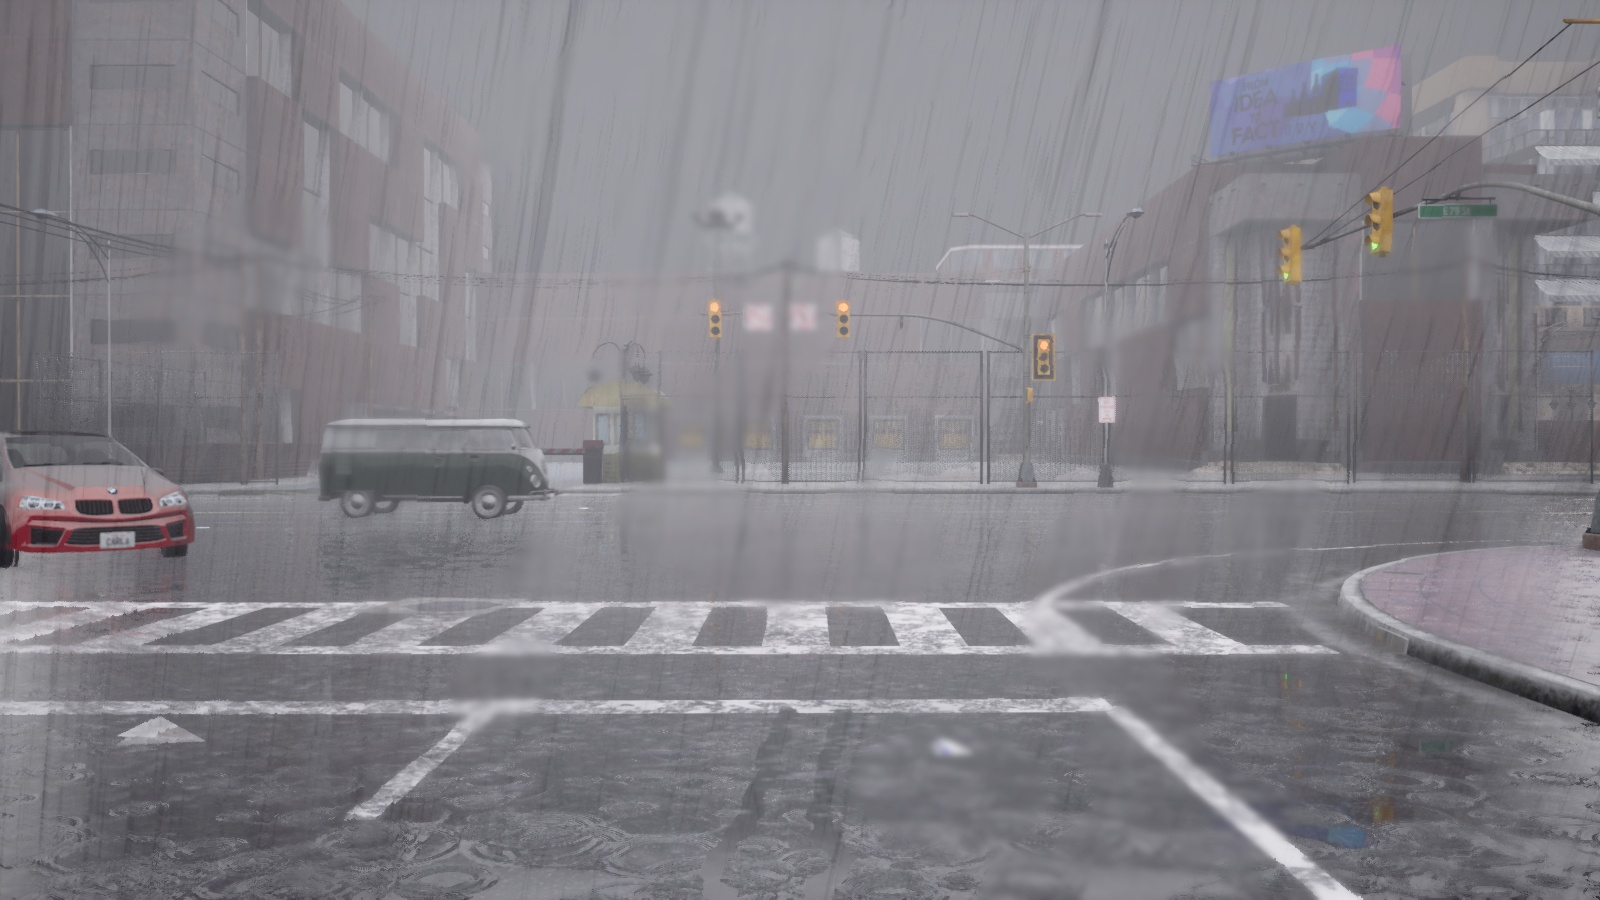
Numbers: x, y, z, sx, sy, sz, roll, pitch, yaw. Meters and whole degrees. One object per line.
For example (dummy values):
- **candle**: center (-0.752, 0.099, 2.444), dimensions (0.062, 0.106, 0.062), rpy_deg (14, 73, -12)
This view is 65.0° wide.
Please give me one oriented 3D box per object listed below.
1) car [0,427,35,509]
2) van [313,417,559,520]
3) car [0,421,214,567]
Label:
- **car**: center (-18.642, 0.367, 25.386), dimensions (5.027, 1.651, 2.152), rpy_deg (0, 0, 0)
- **van**: center (-7.243, 0.351, 25.296), dimensions (4.442, 1.987, 1.775), rpy_deg (0, 0, 0)
- **car**: center (-9.881, 0.488, 16.710), dimensions (4.611, 1.667, 2.242), rpy_deg (0, 0, 43)
